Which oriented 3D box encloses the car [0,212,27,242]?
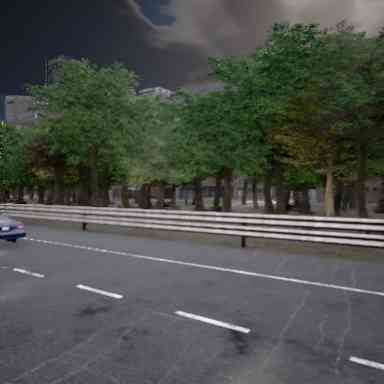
[{"bbox_3d":[-9.632,1.551,15.061,5.357,1.411,2.033,0,0,36],"label":"car"}]
